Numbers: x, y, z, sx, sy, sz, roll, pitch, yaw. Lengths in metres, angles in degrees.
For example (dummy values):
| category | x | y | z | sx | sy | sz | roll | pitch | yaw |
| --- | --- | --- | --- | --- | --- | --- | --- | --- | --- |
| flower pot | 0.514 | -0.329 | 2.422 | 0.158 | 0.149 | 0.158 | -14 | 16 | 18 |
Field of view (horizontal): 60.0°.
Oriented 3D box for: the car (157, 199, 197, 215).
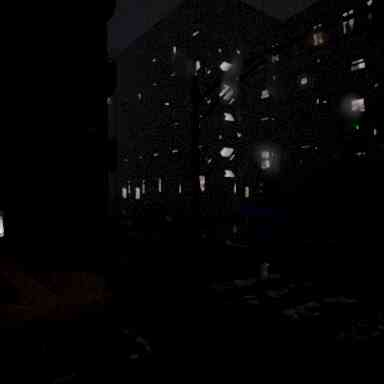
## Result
| category | x | y | z | sx | sy | sz | roll | pitch | yaw |
| --- | --- | --- | --- | --- | --- | --- | --- | --- | --- |
| car | -1.667 | 1.442 | 34.349 | 1.752 | 1.417 | 4.829 | 0 | 0 | -36 |

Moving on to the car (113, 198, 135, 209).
| category | x | y | z | sx | sy | sz | roll | pitch | yaw |
| --- | --- | --- | --- | --- | --- | --- | --- | --- | --- |
| car | -8.223 | 1.455 | 43.371 | 1.887 | 1.381 | 4.507 | -1 | 0 | -36 |

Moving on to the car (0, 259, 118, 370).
| category | x | y | z | sx | sy | sz | roll | pitch | yaw |
| --- | --- | --- | --- | --- | --- | --- | --- | --- | --- |
| car | -3.399 | 1.526 | 4.140 | 4.829 | 1.417 | 1.752 | 0 | 0 | -36 |

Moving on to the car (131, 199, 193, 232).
| category | x | y | z | sx | sy | sz | roll | pitch | yaw |
| --- | --- | --- | --- | --- | --- | --- | --- | --- | --- |
| car | -1.700 | 1.436 | 20.140 | 1.967 | 1.590 | 4.097 | 0 | 0 | -36 |

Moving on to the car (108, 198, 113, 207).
| category | x | y | z | sx | sy | sz | roll | pitch | yaw |
| --- | --- | --- | --- | --- | --- | --- | --- | --- | --- |
| car | -11.551 | 1.455 | 47.951 | 1.887 | 1.381 | 4.507 | -1 | 0 | -36 |

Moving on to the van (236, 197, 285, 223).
| category | x | y | z | sx | sy | sz | roll | pitch | yaw |
| --- | --- | --- | --- | --- | --- | --- | --- | --- | --- |
| van | 5.090 | 1.273 | 25.051 | 1.690 | 1.788 | 3.998 | 0 | 0 | -36 |
